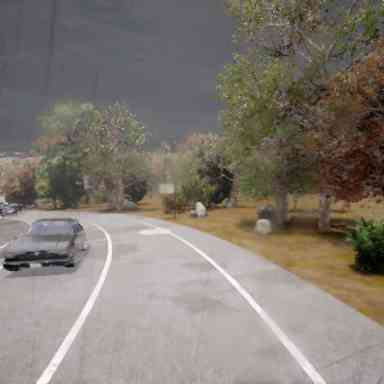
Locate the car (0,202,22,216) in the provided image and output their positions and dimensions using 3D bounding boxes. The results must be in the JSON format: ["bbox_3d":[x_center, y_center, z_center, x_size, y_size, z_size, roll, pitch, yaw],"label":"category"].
[{"bbox_3d":[-26.827,2.662,48.061,2.128,1.511,4.902,-5,2,-43],"label":"car"}]

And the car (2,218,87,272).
[{"bbox_3d":[-4.798,1.638,11.624,2.033,1.411,5.357,-1,0,-12],"label":"car"}]
